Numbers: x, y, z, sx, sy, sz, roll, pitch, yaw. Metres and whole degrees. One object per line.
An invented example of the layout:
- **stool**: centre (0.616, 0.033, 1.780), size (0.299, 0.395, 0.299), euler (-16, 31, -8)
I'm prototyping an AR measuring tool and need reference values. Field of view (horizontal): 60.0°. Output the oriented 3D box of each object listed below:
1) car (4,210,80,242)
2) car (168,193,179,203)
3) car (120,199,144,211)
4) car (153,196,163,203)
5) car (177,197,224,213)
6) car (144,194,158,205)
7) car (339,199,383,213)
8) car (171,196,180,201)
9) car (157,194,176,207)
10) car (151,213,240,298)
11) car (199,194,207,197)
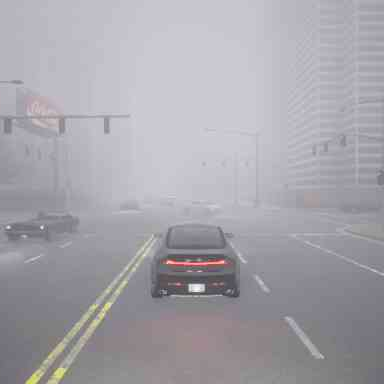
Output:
- **car**: centre (-7.203, 1.601, 16.487), size (1.895, 1.301, 4.718), euler (0, 0, 0)
- **car**: centre (-3.957, 1.223, 67.578), size (2.150, 2.045, 5.566), euler (0, 0, 0)
- **car**: centre (-7.362, 1.564, 40.179), size (1.994, 1.385, 4.181), euler (0, 0, 0)
- **car**: centre (-7.484, 1.595, 73.275), size (1.895, 1.301, 4.718), euler (0, 0, 0)
- **car**: centre (0.998, 1.525, 32.797), size (1.812, 1.442, 4.674), euler (-1, 1, -45)
- **car**: centre (-7.464, 1.490, 58.253), size (2.128, 1.511, 4.902), euler (0, 0, 0)
- **car**: centre (18.443, 1.477, 35.713), size (5.008, 1.535, 1.882), euler (0, 0, -1)
- **car**: centre (-4.041, 1.582, 81.793), size (1.895, 1.301, 4.718), euler (0, 0, 0)
- **car**: centre (-3.918, 1.525, 51.756), size (1.812, 1.442, 4.674), euler (0, 0, 0)
- **car**: centre (0.055, 1.505, 8.498), size (1.837, 1.490, 4.892), euler (0, 0, -1)
- **car**: centre (2.912, 1.355, 88.755), size (2.097, 1.767, 4.553), euler (0, 0, 0)
